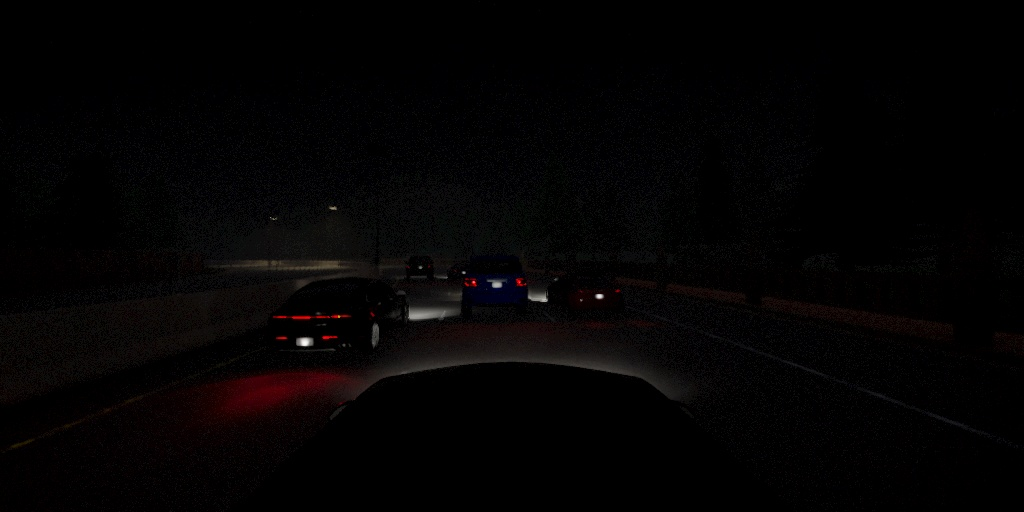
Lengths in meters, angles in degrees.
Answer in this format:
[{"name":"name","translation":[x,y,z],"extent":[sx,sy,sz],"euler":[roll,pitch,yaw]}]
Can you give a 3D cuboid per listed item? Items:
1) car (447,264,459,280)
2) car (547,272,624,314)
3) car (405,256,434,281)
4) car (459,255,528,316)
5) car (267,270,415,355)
[{"name":"car","translation":[-4.486,1.332,31.125],"extent":[1.994,1.385,4.181],"euler":[0,0,-16]},{"name":"car","translation":[2.655,1.304,13.835],"extent":[1.994,1.385,4.181],"euler":[0,0,-7]},{"name":"car","translation":[-7.903,1.002,30.578],"extent":[2.150,2.045,5.566],"euler":[0,0,-16]},{"name":"car","translation":[-0.773,0.974,13.554],"extent":[2.150,2.045,5.566],"euler":[0,0,-7]},{"name":"car","translation":[-3.849,1.270,8.757],"extent":[1.837,1.490,4.892],"euler":[0,0,-4]}]
